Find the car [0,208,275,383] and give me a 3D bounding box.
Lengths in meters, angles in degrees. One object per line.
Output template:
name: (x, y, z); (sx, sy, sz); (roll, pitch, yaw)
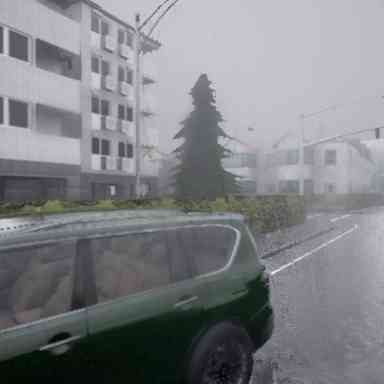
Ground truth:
car: (-1.498, 1.240, 3.150); (5.566, 2.045, 2.150); (0, 0, -41)
